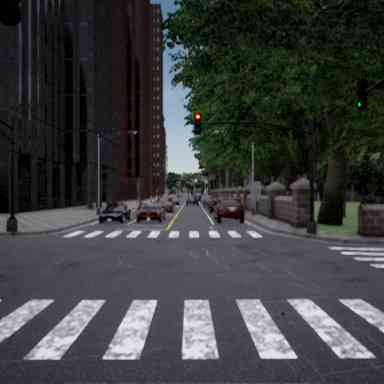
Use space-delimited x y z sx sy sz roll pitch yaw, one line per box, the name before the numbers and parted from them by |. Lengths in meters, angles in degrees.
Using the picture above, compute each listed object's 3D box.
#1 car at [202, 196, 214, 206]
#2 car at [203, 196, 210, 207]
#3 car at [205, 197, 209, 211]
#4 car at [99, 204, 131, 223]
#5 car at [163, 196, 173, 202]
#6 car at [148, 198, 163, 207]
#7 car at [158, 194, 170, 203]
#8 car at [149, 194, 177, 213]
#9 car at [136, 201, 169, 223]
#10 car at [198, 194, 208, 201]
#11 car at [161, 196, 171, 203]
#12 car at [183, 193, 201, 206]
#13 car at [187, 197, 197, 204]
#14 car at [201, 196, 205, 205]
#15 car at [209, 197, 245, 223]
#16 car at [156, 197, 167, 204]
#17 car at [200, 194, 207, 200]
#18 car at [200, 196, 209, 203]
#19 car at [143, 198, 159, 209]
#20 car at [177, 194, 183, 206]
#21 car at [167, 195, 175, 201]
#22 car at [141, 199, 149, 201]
car | 2.776 1.482 58.071 1.967 1.590 4.097 0 0 0
car | 2.772 1.576 41.701 2.008 1.369 4.403 0 0 0
car | 2.771 1.585 36.244 1.947 1.339 4.313 0 0 0
car | -5.757 1.574 25.324 1.947 1.339 4.313 0 0 0
car | -5.744 1.614 79.895 1.887 1.381 4.507 0 0 0
car | -5.751 1.618 52.609 1.802 1.307 4.206 0 0 0
car | -5.747 1.369 68.981 2.192 1.841 5.009 0 0 0
car | -3.086 1.372 36.663 2.097 1.767 4.553 0 0 1
car | -3.093 1.610 25.770 1.895 1.301 4.718 0 0 0
car | 2.782 1.392 85.353 2.192 1.841 5.009 0 0 0
car | -5.746 1.606 74.437 1.887 1.381 4.507 0 0 0
car | 0.067 1.392 55.604 2.097 1.767 4.553 0 0 0
car | 0.015 1.614 65.867 1.994 1.385 4.181 0 0 0
car | 2.773 1.581 47.157 2.008 1.369 4.403 0 0 0
car | 2.769 1.324 25.332 2.192 1.841 5.009 0 0 0
car | -5.748 1.630 63.524 1.802 1.307 4.206 0 0 0
car | 2.775 1.477 52.614 1.967 1.590 4.097 0 0 0
car | 2.780 1.587 74.610 1.752 1.417 4.829 0 0 0
car | -5.752 1.613 47.152 1.802 1.307 4.206 0 0 0
car | -3.032 1.546 55.664 1.837 1.490 4.892 0 0 1
car | -5.742 1.526 90.809 1.967 1.590 4.097 0 0 0
car | -5.753 1.576 41.695 2.008 1.369 4.403 0 0 0
